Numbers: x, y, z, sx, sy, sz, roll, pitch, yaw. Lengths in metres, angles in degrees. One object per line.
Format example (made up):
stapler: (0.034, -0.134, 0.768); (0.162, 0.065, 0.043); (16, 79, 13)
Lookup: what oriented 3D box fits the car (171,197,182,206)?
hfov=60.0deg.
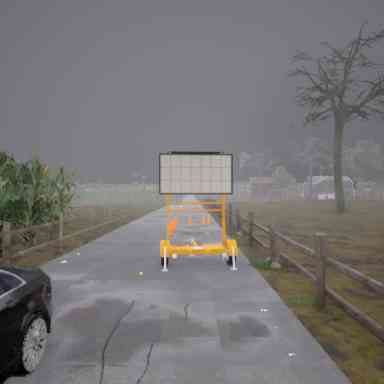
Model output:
car: (-2.729, 1.731, 60.365); (1.837, 1.490, 4.892); (0, 0, 0)

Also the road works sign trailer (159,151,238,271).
road works sign trailer: (0.115, 0.476, 10.977); (2.380, 3.560, 2.880); (0, 0, -5)

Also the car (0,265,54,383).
car: (-2.850, 1.491, 2.756); (2.128, 1.511, 4.902); (0, 0, 0)
